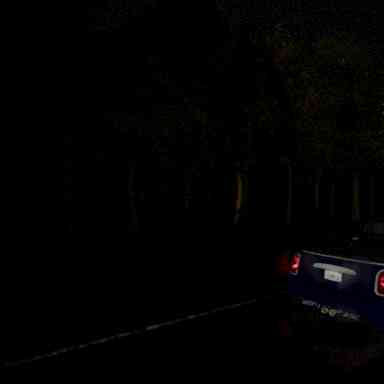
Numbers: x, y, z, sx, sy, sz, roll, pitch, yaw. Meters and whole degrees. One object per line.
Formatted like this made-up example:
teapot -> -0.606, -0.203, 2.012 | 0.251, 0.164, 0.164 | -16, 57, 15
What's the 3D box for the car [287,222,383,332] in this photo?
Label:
car -> 4.006, 1.384, 6.604 | 4.553, 1.767, 2.097 | 0, 0, -36
